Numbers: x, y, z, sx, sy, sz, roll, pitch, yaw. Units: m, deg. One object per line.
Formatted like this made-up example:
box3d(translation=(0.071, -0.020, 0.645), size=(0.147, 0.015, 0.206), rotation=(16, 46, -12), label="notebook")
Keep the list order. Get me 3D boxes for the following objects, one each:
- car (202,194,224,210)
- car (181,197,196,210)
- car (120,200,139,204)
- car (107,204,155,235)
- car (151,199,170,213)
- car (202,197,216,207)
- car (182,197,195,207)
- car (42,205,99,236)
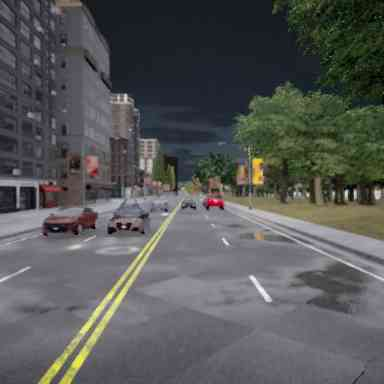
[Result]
box3d(translation=(2.832, 1.208, 42.199), size=(2.150, 2.045, 5.566), rotation=(0, 0, -1), label="car")
box3d(translation=(-0.419, 1.614, 42.580), size=(1.895, 1.301, 4.718), rotation=(0, 0, -1), label="car")
box3d(translation=(-6.912, 1.589, 37.205), size=(1.812, 1.442, 4.674), rotation=(0, 0, 0), label="car")
box3d(translation=(-3.502, 1.597, 19.071), size=(1.994, 1.385, 4.181), rotation=(0, 0, 0), label="car")
box3d(translation=(-3.646, 1.564, 38.019), size=(1.812, 1.442, 4.674), rotation=(0, 0, 0), label="car")
box3d(translation=(2.726, 1.551, 53.180), size=(1.994, 1.385, 4.181), rotation=(0, 0, -1), label="car")
box3d(translation=(-0.527, 1.560, 52.753), size=(2.033, 1.411, 5.357), rotation=(0, 0, -1), label="car")
box3d(translation=(-6.754, 1.537, 18.939), size=(1.882, 1.535, 5.008), rotation=(0, 0, 0), label="car")
